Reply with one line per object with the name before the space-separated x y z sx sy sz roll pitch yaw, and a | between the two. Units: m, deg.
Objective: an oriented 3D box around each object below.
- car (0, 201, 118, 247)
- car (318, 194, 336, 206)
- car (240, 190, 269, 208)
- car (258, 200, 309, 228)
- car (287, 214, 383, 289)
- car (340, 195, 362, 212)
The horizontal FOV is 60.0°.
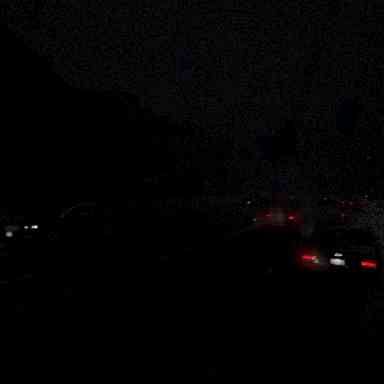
car | -4.969 1.133 13.206 2.128 1.511 4.902 2 1 26
car | 19.810 1.045 48.695 2.097 1.767 4.553 2 2 28
car | 7.364 0.787 38.309 2.150 2.045 5.566 2 1 27
car | 5.834 1.405 20.076 2.033 1.411 5.357 2 1 26
car | 4.192 1.530 9.316 2.033 1.411 5.357 2 1 26
car | 18.033 1.230 37.634 2.097 1.767 4.553 2 1 26
